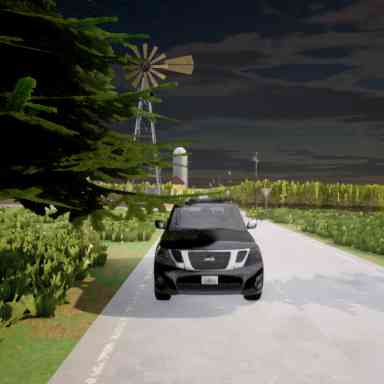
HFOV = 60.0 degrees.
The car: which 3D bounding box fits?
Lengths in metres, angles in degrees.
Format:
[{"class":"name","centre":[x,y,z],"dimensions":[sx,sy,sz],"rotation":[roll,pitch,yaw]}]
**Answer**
[{"class":"car","centre":[0.336,1.221,8.709],"dimensions":[2.150,2.045,5.566],"rotation":[0,0,0]}]
